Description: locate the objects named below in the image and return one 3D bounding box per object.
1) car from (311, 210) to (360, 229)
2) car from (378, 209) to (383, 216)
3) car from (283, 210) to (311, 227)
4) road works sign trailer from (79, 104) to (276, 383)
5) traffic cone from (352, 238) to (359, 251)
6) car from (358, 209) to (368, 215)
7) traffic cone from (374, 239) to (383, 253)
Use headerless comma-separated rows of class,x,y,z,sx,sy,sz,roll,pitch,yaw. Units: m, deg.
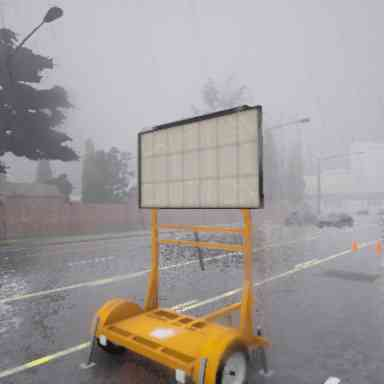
car,13.061,2.532,30.143,2.033,1.411,5.357,-2,-3,42
car,36.240,3.844,62.755,2.033,1.411,5.357,-1,-4,26
car,10.740,2.610,32.819,1.837,1.490,4.892,-2,-3,41
road works sign trailer,0.162,0.659,5.086,2.380,3.560,2.880,-2,-3,42
traffic cone,7.705,2.465,15.734,0.340,0.580,0.340,-2,-3,42
car,34.203,4.052,66.800,1.895,1.301,4.718,-1,-4,24
traffic cone,8.451,2.434,15.069,0.340,0.580,0.340,-2,-3,42
